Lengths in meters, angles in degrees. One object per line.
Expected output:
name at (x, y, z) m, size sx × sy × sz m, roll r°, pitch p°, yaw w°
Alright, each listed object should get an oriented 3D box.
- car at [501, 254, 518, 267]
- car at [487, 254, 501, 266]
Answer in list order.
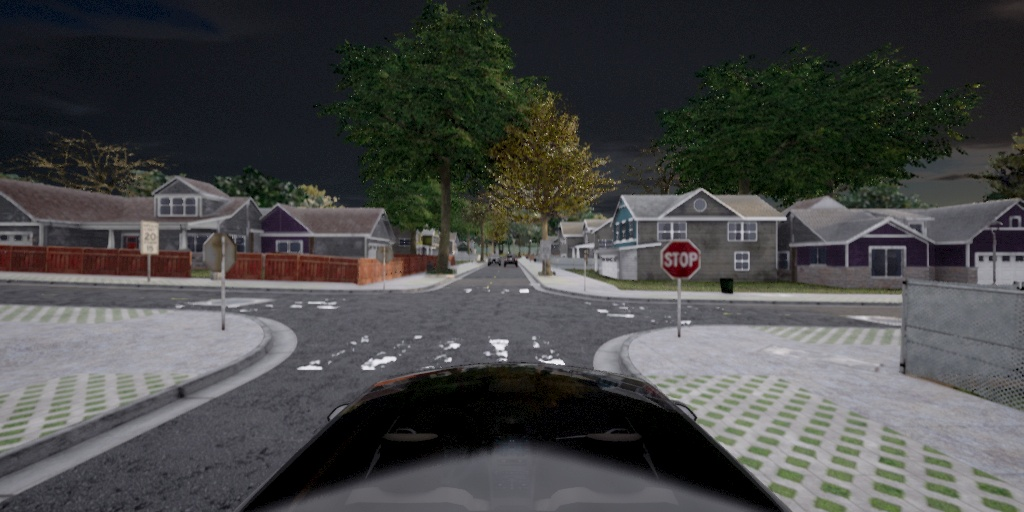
car at (-0.175, 0.642, 56.284) m, size 2.150 × 2.045 × 5.566 m, roll 0°, pitch 0°, yaw 0°
car at (-2.941, 0.612, 61.221) m, size 2.150 × 2.045 × 5.566 m, roll 0°, pitch 0°, yaw 0°
